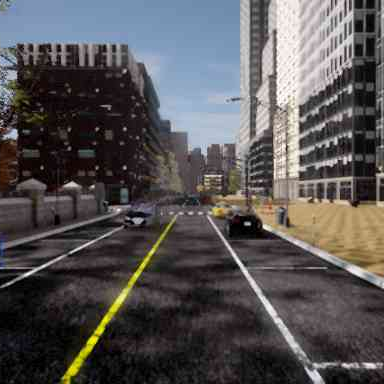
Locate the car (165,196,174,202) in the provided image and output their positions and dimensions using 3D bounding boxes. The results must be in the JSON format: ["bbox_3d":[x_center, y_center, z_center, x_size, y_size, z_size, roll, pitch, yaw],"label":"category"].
[{"bbox_3d":[-5.673,1.665,83.920,1.887,1.381,4.507,0,0,0],"label":"car"}]

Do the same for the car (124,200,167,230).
[{"bbox_3d":[-3.076,1.505,21.435,2.128,1.511,4.902,0,0,0],"label":"car"}]

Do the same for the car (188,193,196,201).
[{"bbox_3d":[0.023,1.673,88.506,1.994,1.385,4.181,0,0,0],"label":"car"}]

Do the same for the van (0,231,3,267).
[{"bbox_3d":[-5.691,1.344,6.871,1.690,1.788,3.998,0,0,0],"label":"van"}]

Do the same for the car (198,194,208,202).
[{"bbox_3d":[2.706,1.436,83.919,2.192,1.841,5.009,0,0,0],"label":"car"}]

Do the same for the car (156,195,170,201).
[{"bbox_3d":[-5.677,1.620,61.814,2.008,1.369,4.403,0,0,0],"label":"car"}]

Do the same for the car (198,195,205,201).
[{"bbox_3d":[2.710,1.696,94.972,1.887,1.381,4.507,0,0,0],"label":"car"}]

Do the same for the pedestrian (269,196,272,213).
[{"bbox_3d":[8.144,1.291,34.679,0.375,1.860,0.375,0,0,0],"label":"pedestrian"}]

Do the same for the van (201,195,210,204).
[{"bbox_3d":[2.702,1.422,67.339,1.690,1.788,3.998,0,0,0],"label":"van"}]

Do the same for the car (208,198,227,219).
[{"bbox_3d":[2.694,1.547,29.570,1.752,1.417,4.829,0,0,0],"label":"car"}]

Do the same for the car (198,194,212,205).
[{"bbox_3d":[2.701,1.384,61.813,2.192,1.841,5.009,0,0,0],"label":"car"}]

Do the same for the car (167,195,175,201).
[{"bbox_3d":[-5.672,1.576,89.448,1.967,1.590,4.097,0,0,0],"label":"car"}]

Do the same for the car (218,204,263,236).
[{"bbox_3d":[2.692,1.576,18.134,1.947,1.339,4.313,0,0,0],"label":"car"}]

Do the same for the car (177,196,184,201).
[{"bbox_3d":[-2.979,1.672,88.144,2.033,1.411,5.357,0,0,0],"label":"car"}]

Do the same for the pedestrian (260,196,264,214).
[{"bbox_3d":[7.144,1.311,34.079,0.375,1.860,0.375,0,0,0],"label":"pedestrian"}]

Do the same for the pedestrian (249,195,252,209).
[{"bbox_3d":[6.144,1.170,35.279,0.375,1.860,0.375,0,0,0],"label":"pedestrian"}]

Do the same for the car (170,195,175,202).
[{"bbox_3d":[-5.674,1.657,78.394,2.008,1.369,4.403,0,0,0],"label":"car"}]
